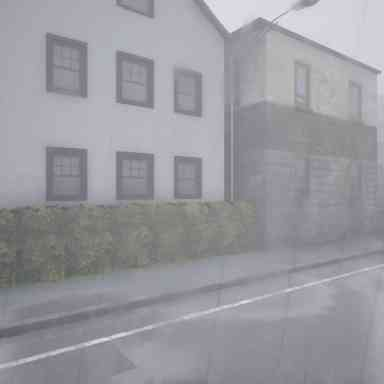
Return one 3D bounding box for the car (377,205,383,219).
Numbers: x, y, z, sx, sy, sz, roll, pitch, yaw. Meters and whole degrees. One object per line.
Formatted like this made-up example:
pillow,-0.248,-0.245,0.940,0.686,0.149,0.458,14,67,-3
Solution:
car,17.248,1.529,28.206,2.097,1.767,4.553,0,0,-41
